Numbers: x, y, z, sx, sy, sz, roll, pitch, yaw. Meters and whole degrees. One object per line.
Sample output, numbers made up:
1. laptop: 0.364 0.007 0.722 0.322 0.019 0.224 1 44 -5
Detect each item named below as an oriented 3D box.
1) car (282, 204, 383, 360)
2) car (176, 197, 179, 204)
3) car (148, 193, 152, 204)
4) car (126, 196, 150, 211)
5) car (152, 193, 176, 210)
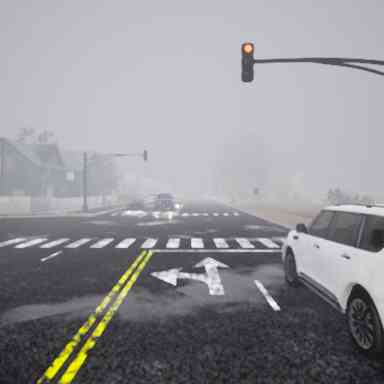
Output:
1. car: 3.346 1.211 6.067 2.150 2.045 5.566 0 0 0
2. car: -3.321 1.540 60.239 1.895 1.301 4.718 0 0 1
3. car: -6.566 1.164 60.145 2.150 2.045 5.566 0 0 0
4. car: -6.616 1.512 40.144 1.994 1.385 4.181 0 0 0
5. car: -3.386 1.169 41.207 2.150 2.045 5.566 0 0 -2
